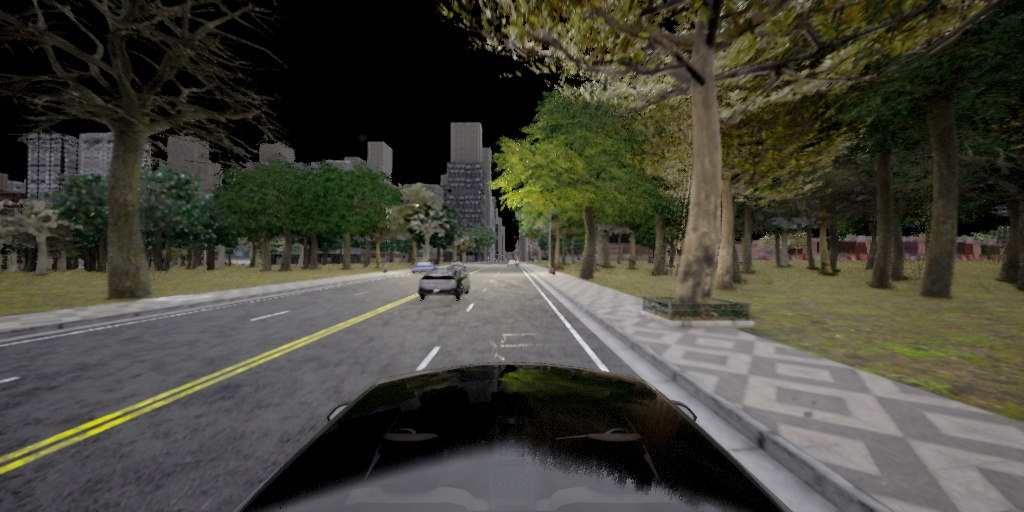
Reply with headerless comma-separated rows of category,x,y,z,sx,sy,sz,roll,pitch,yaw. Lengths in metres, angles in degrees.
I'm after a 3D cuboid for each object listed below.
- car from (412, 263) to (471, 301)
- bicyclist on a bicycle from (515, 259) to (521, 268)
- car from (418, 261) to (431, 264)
car,-3.152,1.256,17.367,2.128,1.511,4.902,0,0,0
bicyclist on a bicycle,0.885,1.317,53.860,0.866,1.612,1.509,0,0,0
car,-9.838,1.344,40.359,1.812,1.442,4.674,0,0,0
